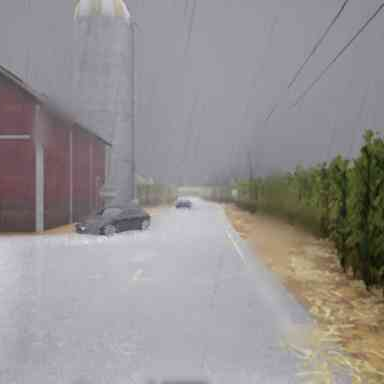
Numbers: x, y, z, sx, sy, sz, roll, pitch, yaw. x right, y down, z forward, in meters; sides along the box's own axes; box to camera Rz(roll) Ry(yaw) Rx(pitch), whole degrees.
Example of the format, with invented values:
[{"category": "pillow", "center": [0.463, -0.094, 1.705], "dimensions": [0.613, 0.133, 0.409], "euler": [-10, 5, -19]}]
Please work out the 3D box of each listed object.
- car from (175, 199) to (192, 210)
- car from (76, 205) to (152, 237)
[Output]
[{"category": "car", "center": [-1.067, 1.603, 44.170], "dimensions": [1.895, 1.301, 4.718], "euler": [0, 0, 5]}, {"category": "car", "center": [-4.149, 1.542, 18.425], "dimensions": [1.837, 1.490, 4.892], "euler": [5, 3, 29]}]
